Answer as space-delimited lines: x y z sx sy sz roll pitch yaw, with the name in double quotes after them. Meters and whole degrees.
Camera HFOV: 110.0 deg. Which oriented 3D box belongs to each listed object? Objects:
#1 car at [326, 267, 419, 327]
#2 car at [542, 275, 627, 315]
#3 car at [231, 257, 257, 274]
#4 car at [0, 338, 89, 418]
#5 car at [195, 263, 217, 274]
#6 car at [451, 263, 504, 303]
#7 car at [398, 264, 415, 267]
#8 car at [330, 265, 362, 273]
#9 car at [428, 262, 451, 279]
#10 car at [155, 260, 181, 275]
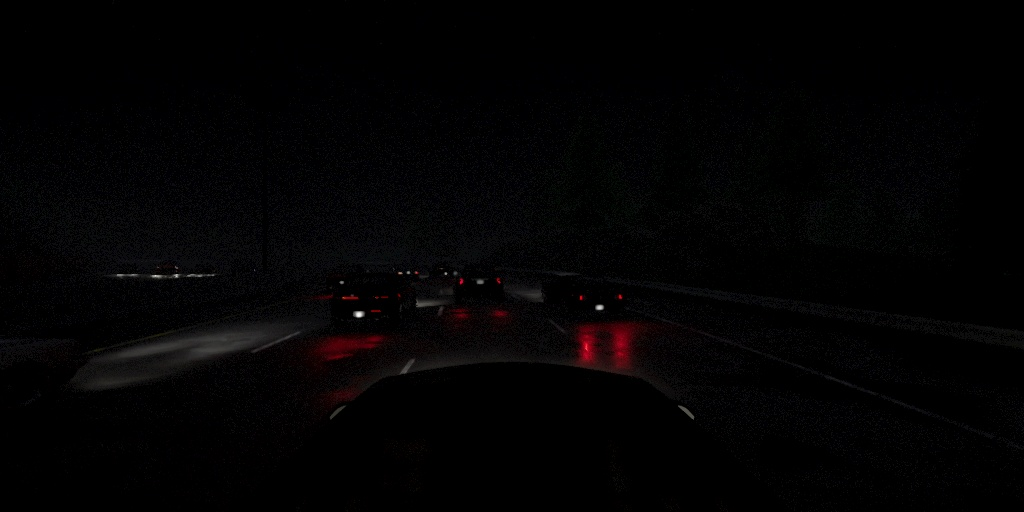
-4.352 1.288 11.859 1.837 1.490 4.892 0 0 -7 "car"
2.475 1.351 13.611 1.895 1.301 4.718 0 0 -8 "car"
-31.610 1.177 42.351 2.150 2.045 5.566 0 0 -37 "car"
-7.074 1.388 3.019 1.895 1.301 4.718 0 0 -1 "car"
-38.521 1.557 45.180 1.994 1.385 4.181 0 0 -41 "car"
-1.709 1.127 17.156 2.097 1.767 4.553 0 0 -10 "car"
-9.034 1.375 30.513 2.033 1.411 5.357 0 0 -21 "car"
-9.990 1.301 22.086 1.882 1.535 5.008 0 0 -15 "car"
-6.798 1.325 34.109 1.837 1.490 4.892 0 0 -23 "car"
-41.777 1.360 43.571 2.097 1.767 4.553 0 0 -43 "car"
